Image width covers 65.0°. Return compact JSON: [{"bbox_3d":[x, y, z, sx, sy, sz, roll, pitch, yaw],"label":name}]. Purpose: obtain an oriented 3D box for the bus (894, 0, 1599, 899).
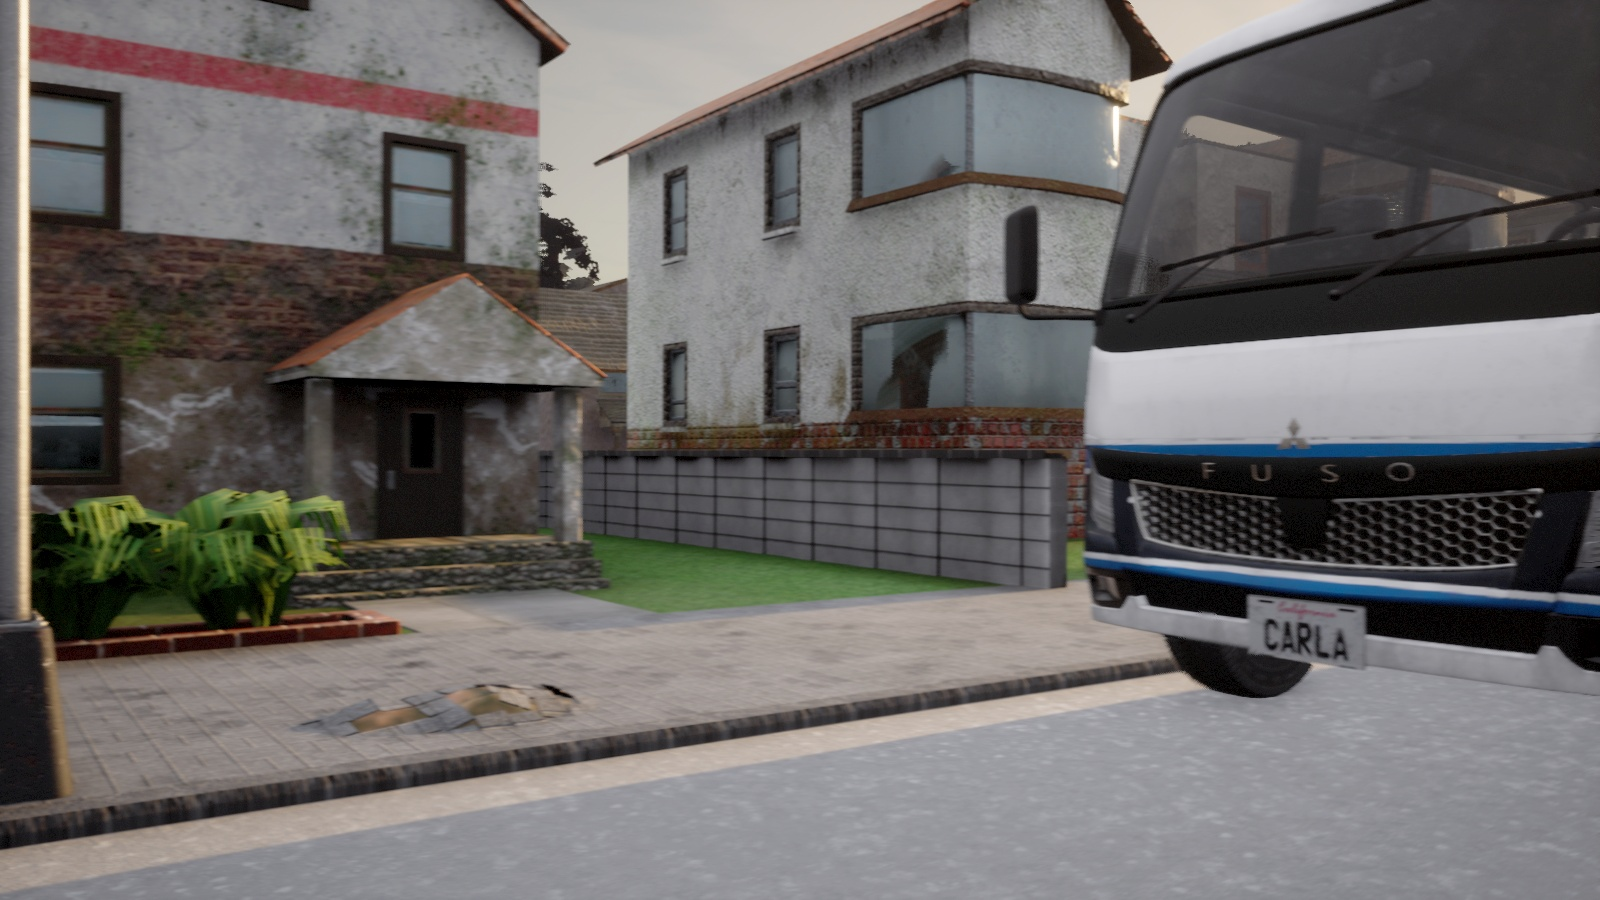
[{"bbox_3d":[5.872,-0.623,8.360,10.273,4.253,3.944,0,0,-35],"label":"bus"}]
